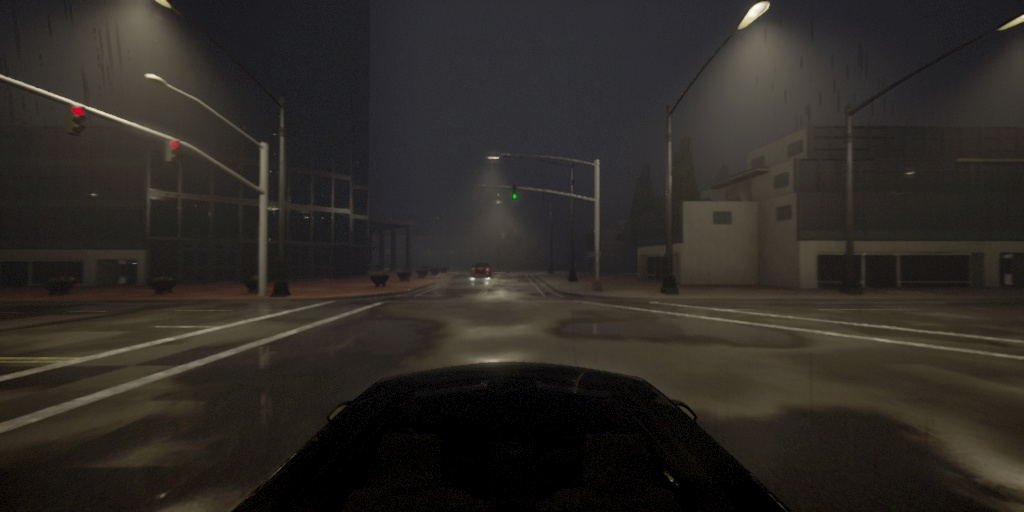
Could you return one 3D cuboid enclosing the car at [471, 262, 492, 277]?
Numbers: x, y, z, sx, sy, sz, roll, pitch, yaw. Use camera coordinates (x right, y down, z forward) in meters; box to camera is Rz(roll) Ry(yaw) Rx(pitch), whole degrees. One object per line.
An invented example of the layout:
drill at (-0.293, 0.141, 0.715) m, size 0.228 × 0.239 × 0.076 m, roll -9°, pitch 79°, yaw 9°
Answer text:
car at (-3.488, 1.515, 41.713) m, size 2.097 × 1.767 × 4.553 m, roll 0°, pitch 0°, yaw 0°
